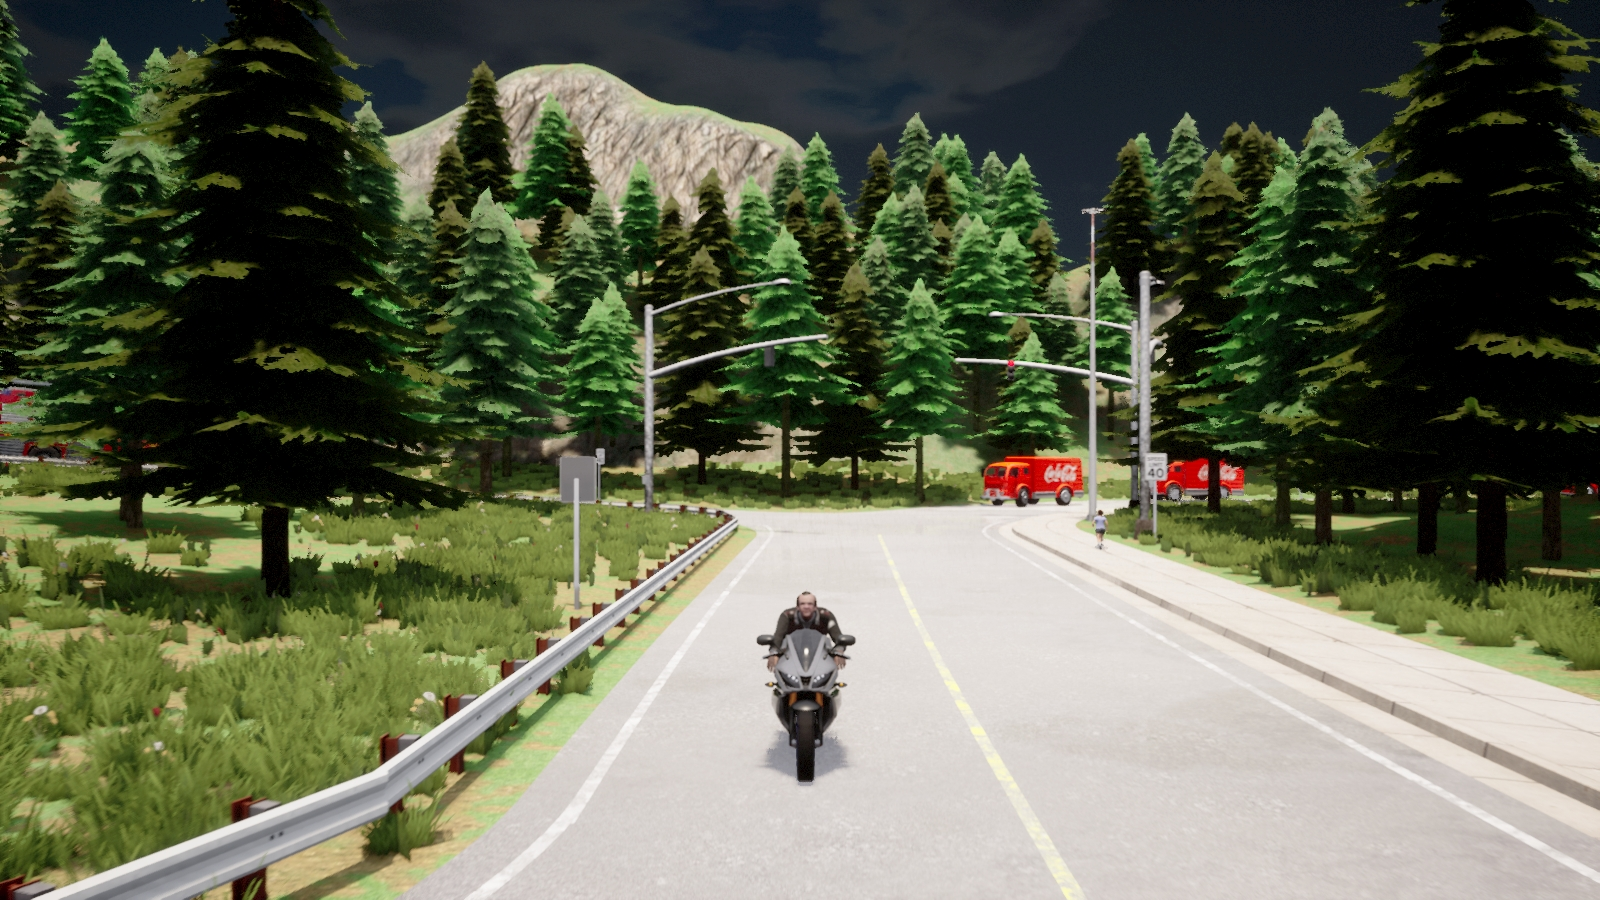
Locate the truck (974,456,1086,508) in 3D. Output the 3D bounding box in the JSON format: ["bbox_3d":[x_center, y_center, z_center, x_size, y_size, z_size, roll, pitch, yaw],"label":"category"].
[{"bbox_3d":[11.598,1.542,57.429,5.204,2.467,2.627,0,0,-34],"label":"truck"}]

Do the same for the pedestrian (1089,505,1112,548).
[{"bbox_3d":[8.057,2.049,30.610,0.500,1.100,0.500,0,0,3],"label":"pedestrian"}]
